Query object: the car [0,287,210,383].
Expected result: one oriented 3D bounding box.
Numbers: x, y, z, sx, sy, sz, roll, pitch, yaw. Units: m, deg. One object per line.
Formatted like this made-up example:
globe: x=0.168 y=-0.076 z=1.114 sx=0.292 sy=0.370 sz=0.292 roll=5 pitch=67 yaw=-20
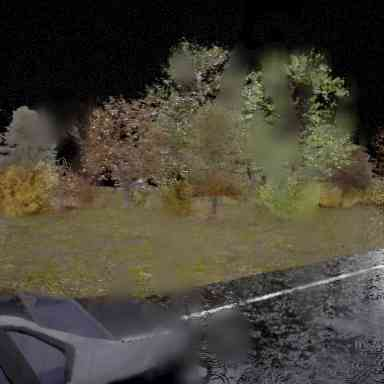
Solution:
car: x=-2.406 y=1.547 z=2.275 sx=5.357 sy=1.411 sz=2.033 roll=0 pitch=0 yaw=-35
